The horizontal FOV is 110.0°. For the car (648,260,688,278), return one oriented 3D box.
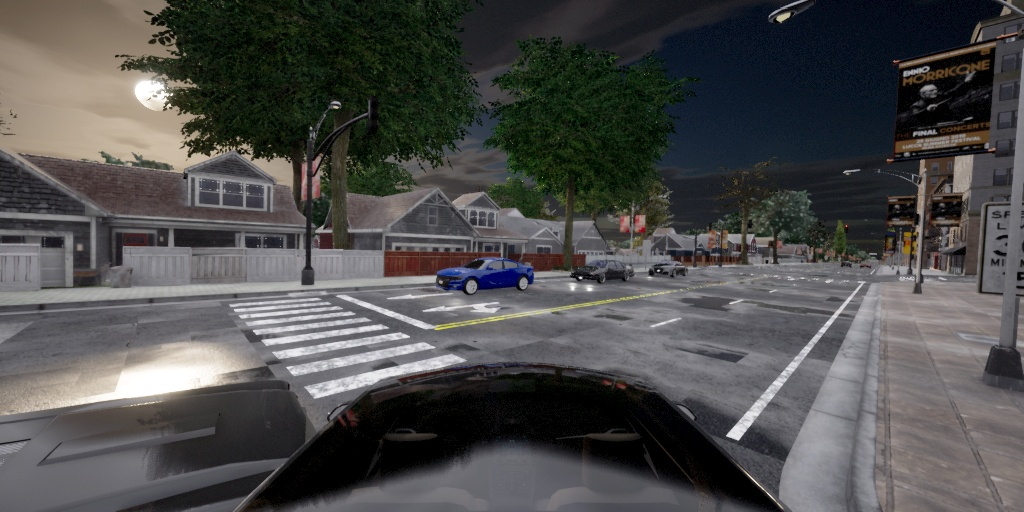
[{"bbox_3d":[13.241,1.017,30.309,4.181,1.385,1.994,0,2,-44],"label":"car"}]

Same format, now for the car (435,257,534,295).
[{"bbox_3d":[-1.119,0.816,16.464,5.008,1.535,1.882,0,2,-44],"label":"car"}]

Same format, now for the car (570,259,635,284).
[{"bbox_3d":[6.046,0.941,23.386,5.357,1.411,2.033,0,2,-44],"label":"car"}]

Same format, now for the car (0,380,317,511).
[{"bbox_3d":[-3.309,1.290,1.278,4.718,1.301,1.895,1,2,-34],"label":"car"}]
